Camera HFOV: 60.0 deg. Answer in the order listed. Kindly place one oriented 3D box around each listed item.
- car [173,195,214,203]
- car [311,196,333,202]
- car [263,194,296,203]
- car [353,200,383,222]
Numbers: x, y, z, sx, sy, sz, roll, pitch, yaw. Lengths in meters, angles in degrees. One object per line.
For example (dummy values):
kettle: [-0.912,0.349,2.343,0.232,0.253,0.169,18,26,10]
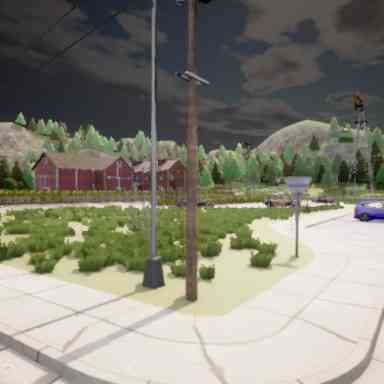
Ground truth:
car: [0.407,1.376,41.298,4.892,1.490,1.837,0,3,-4]
car: [24.438,1.434,62.271,3.905,1.438,1.784,0,0,35]
car: [11.700,1.225,43.748,4.605,1.855,1.932,0,0,35]
car: [14.525,1.469,24.667,4.611,1.667,2.242,0,0,35]
